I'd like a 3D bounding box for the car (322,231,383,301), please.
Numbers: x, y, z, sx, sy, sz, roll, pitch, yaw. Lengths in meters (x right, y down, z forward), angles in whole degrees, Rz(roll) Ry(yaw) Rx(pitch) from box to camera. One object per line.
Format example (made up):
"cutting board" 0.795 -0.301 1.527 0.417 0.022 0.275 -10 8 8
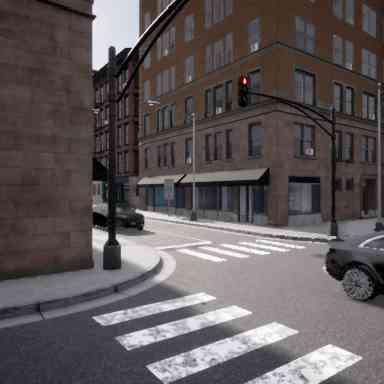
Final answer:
"car" 4.925 1.484 6.167 2.128 1.511 4.902 0 0 -36

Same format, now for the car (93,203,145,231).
"car" -4.500 1.372 19.375 1.882 1.535 5.008 0 0 -36
